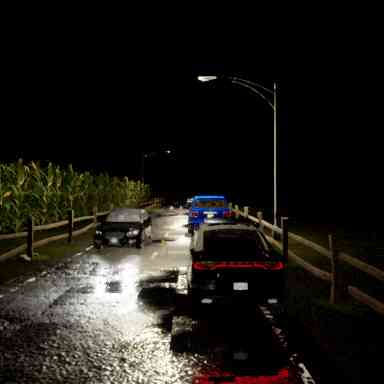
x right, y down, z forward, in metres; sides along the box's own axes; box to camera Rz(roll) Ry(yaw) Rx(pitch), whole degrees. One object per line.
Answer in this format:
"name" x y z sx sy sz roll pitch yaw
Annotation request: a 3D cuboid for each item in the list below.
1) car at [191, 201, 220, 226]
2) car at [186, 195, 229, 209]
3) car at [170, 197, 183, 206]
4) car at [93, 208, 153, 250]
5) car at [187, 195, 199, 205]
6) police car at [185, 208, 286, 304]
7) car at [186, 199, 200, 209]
"car" 0.892 1.477 24.221 1.882 1.535 5.008 0 0 0
"car" 0.875 1.224 18.251 2.150 2.045 5.566 0 0 0
"car" -2.595 1.520 55.441 1.882 1.535 5.008 0 0 0
"car" -2.810 1.491 14.431 2.128 1.511 4.902 0 0 0
"car" 0.168 1.405 60.182 2.097 1.767 4.553 0 0 0
"police car" 0.848 1.425 8.331 1.930 1.638 5.238 0 0 0
"car" 0.157 1.622 46.281 1.895 1.301 4.718 0 0 1
